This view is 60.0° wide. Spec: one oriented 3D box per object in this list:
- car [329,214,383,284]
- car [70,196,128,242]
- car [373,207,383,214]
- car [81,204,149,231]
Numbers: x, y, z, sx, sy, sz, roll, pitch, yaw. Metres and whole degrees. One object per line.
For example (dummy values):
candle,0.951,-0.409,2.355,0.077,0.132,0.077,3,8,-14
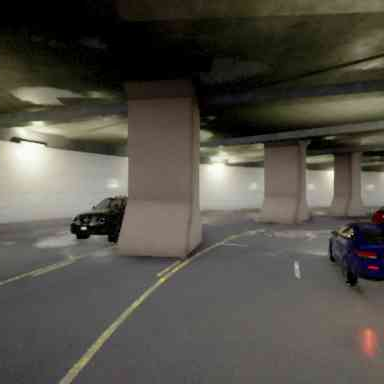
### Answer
car,4.996,1.544,9.220,1.812,1.442,4.674,0,0,15
car,-3.553,1.227,16.878,2.150,2.045,5.566,0,0,24
car,14.437,1.614,23.563,4.181,1.385,1.994,0,0,-41
car,-4.873,1.571,21.705,1.994,1.385,4.181,0,0,30
